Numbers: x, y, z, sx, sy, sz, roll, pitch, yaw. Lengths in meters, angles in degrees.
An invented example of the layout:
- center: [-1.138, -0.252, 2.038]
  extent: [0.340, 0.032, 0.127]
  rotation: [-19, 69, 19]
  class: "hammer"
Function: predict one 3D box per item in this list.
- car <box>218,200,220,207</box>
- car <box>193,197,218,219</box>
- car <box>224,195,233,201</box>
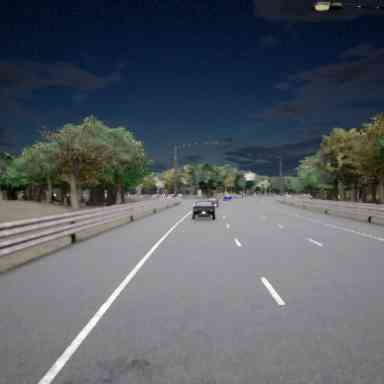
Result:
- center: [3.191, 1.540, 50.157]
  extent: [1.812, 1.442, 4.674]
  rotation: [0, 0, 7]
  class: "car"
- center: [1.106, 1.487, 29.009]
  extent: [1.882, 1.535, 5.008]
  rotation: [0, 0, 4]
  class: "car"
- center: [9.613, 1.508, 87.321]
  extent: [1.882, 1.535, 5.008]
  rotation: [0, 0, 12]
  class: "car"
